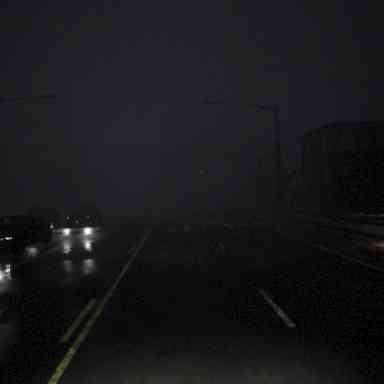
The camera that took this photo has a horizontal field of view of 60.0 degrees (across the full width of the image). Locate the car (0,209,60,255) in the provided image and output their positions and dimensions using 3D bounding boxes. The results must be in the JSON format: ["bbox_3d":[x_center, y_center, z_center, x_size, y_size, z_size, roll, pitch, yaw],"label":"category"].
[{"bbox_3d":[-7.749,1.790,14.674,2.128,1.511,4.902,-2,0,-3],"label":"car"}]

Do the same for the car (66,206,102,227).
[{"bbox_3d":[-8.317,1.840,25.961,1.812,1.442,4.674,-2,0,-3],"label":"car"}]

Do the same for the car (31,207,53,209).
[{"bbox_3d":[-11.809,1.941,25.710,2.128,1.511,4.902,-2,1,-3],"label":"car"}]
